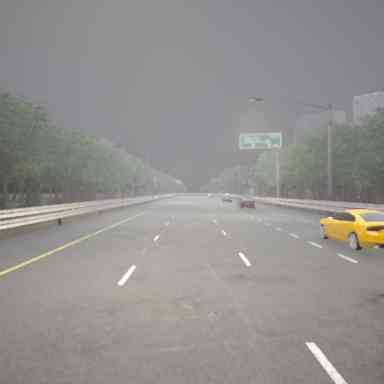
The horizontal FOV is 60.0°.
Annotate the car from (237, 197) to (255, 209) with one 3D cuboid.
[{"bbox_3d":[7.111,1.451,44.169,1.882,1.535,5.008,0,0,0],"label":"car"}]

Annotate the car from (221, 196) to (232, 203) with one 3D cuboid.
[{"bbox_3d":[7.222,1.483,69.624,2.033,1.411,5.357,0,0,0],"label":"car"}]

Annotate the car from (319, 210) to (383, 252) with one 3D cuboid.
[{"bbox_3d":[7.013,1.477,13.978,1.882,1.535,5.008,0,0,0],"label":"car"}]
